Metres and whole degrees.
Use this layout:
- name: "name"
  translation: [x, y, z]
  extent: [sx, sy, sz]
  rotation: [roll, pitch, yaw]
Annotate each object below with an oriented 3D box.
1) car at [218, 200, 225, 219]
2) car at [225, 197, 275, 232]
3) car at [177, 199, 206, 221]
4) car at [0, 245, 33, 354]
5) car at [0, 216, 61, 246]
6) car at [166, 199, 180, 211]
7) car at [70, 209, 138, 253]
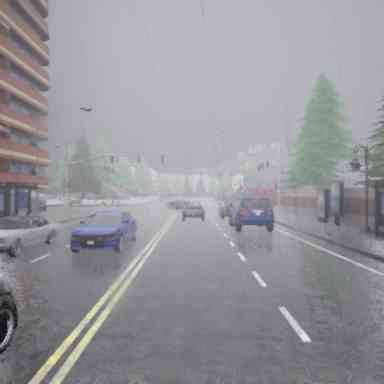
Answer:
- name: "car"
  translation: [3.526, 1.457, 30.227]
  extent: [2.097, 1.767, 4.553]
  rotation: [0, 0, 0]
- name: "car"
  translation: [3.617, 1.295, 20.945]
  extent: [2.150, 2.045, 5.566]
  rotation: [0, 0, 0]
- name: "car"
  translation: [0.123, 1.589, 28.250]
  extent: [2.128, 1.511, 4.902]
  rotation: [0, 0, 0]
- name: "car"
  translation: [-3.582, 1.576, 3.252]
  extent: [1.994, 1.385, 4.181]
  rotation: [0, 0, 0]
- name: "car"
  translation: [-7.060, 1.647, 13.281]
  extent: [1.895, 1.301, 4.718]
  rotation: [0, 0, 0]
- name: "car"
  translation: [-1.929, 1.622, 43.887]
  extent: [2.128, 1.511, 4.902]
  rotation: [1, -1, -24]
- name: "car"
  translation: [-3.558, 1.527, 14.215]
  extent: [1.882, 1.535, 5.008]
  rotation: [0, 0, 0]
